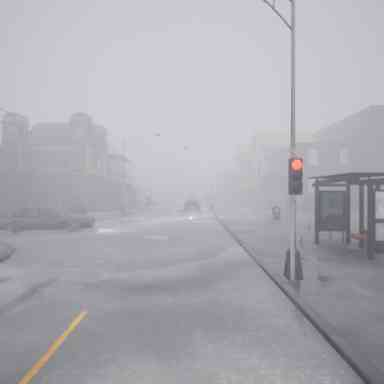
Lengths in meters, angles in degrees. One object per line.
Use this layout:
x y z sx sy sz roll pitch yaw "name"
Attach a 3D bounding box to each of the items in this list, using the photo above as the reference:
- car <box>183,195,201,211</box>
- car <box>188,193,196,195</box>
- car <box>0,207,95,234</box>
0.045 1.485 40.094 1.837 1.490 4.892 0 0 0 "car"
-0.002 1.188 67.152 2.150 2.045 5.566 0 0 0 "car"
-8.254 1.538 18.629 5.357 1.411 2.033 0 0 -12 "car"
